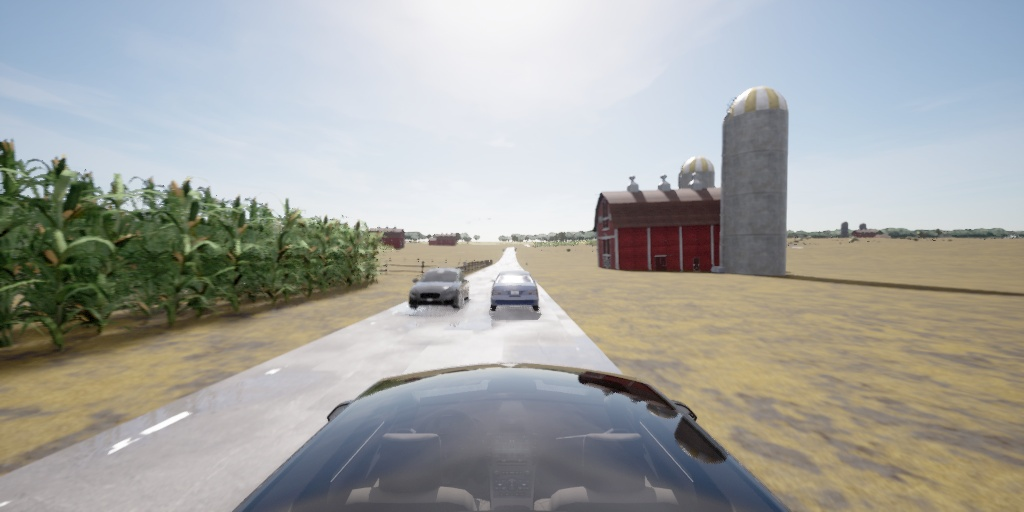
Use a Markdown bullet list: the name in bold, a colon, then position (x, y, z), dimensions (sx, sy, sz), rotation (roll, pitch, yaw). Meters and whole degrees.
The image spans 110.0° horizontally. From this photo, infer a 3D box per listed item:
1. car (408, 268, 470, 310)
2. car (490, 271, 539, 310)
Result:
- **car**: position (-2.838, 1.265, 14.823), dimensions (1.837, 1.490, 4.892), rotation (0, 0, 0)
- **car**: position (0.095, 1.308, 14.779), dimensions (2.033, 1.411, 5.357), rotation (0, 0, 0)
